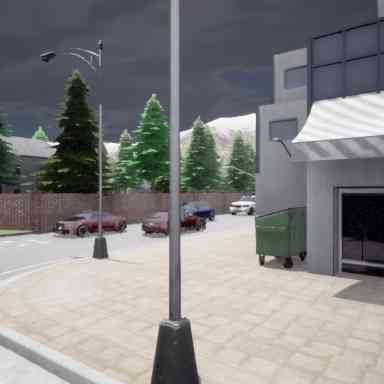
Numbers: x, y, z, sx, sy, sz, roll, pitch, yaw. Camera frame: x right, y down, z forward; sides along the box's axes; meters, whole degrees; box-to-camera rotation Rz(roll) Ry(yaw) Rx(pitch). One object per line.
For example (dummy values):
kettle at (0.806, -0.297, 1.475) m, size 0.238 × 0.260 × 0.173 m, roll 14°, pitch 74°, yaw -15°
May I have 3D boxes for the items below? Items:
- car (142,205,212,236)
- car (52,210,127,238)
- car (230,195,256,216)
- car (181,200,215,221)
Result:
car at (-0.991, 1.740, 19.848) m, size 1.994 × 1.385 × 4.181 m, roll 0°, pitch 0°, yaw 38°
car at (-5.827, 1.740, 19.270) m, size 1.994 × 1.385 × 4.181 m, roll 0°, pitch 0°, yaw 37°
car at (6.134, 1.395, 35.406) m, size 2.150 × 2.045 × 5.566 m, roll 0°, pitch 0°, yaw 36°
car at (-0.040, 1.528, 27.085) m, size 2.097 × 1.767 × 4.553 m, roll 0°, pitch 0°, yaw 37°
